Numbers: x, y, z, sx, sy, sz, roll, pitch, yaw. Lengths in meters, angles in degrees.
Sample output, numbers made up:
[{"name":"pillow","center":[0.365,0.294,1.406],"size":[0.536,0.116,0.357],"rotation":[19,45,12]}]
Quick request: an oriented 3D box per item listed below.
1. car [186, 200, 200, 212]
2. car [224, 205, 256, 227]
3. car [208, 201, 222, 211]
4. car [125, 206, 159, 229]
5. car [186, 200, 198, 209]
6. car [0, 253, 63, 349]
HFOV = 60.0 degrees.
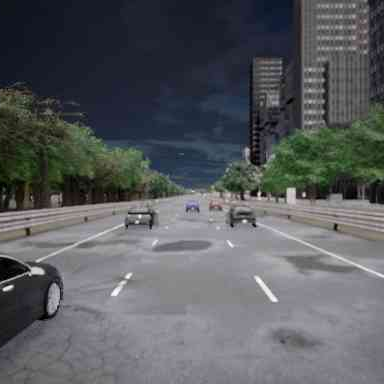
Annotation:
[{"name":"car","center":[0.101,2.016,46.009],"size":[1.812,1.442,4.674],"rotation":[0,-1,0]},{"name":"car","center":[3.568,1.735,24.838],"size":[1.837,1.490,4.892],"rotation":[0,0,0]},{"name":"car","center":[3.509,2.070,49.909],"size":[1.812,1.442,4.674],"rotation":[0,-1,0]},{"name":"car","center":[-3.400,1.700,23.091],"size":[2.128,1.511,4.902],"rotation":[0,-1,0]},{"name":"car","center":[0.005,2.171,59.330],"size":[2.128,1.511,4.902],"rotation":[0,-1,0]},{"name":"car","center":[-3.400,1.535,4.540],"size":[1.837,1.490,4.892],"rotation":[0,0,0]}]
